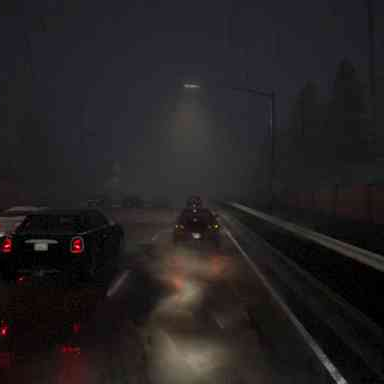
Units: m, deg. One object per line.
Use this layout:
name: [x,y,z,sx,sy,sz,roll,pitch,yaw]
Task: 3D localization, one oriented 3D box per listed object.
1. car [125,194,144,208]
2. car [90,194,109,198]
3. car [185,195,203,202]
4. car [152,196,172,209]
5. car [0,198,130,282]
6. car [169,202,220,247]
car: [-6.726,1.006,38.468,1.882,1.535,5.008,1,1,1]
car: [-10.246,1.011,37.440,1.837,1.490,4.892,1,1,1]
car: [0.264,1.108,37.957,1.837,1.490,4.892,1,1,1]
car: [-3.260,1.129,36.642,2.033,1.411,5.357,1,1,1]
car: [-3.355,1.219,9.548,2.097,1.767,4.553,1,1,0]
car: [0.177,1.377,14.211,1.812,1.442,4.674,1,0,0]
